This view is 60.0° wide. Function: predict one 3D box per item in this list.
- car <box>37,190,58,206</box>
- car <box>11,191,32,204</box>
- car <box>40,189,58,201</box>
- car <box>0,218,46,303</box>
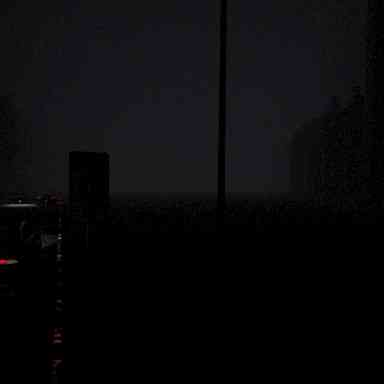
[{"bbox_3d":[-15.669,0.686,35.985,1.812,1.442,4.674,0,1,-21],"label":"car"},{"bbox_3d":[-19.919,0.595,39.124,2.033,1.411,5.357,0,1,-22],"label":"car"},{"bbox_3d":[-19.506,0.415,45.565,2.128,1.511,4.902,0,1,-22],"label":"car"},{"bbox_3d":[-4.433,1.329,7.398,2.128,1.511,4.902,0,1,-22],"label":"car"}]
